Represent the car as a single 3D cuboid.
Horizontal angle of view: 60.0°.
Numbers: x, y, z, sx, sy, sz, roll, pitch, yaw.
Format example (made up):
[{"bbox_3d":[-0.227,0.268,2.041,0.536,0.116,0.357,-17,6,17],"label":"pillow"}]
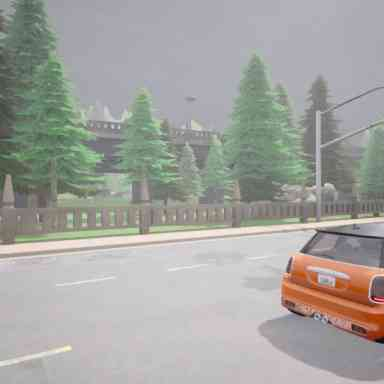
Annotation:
[{"bbox_3d":[3.850,1.352,6.131,4.553,1.767,2.097,0,0,-31],"label":"car"}]
